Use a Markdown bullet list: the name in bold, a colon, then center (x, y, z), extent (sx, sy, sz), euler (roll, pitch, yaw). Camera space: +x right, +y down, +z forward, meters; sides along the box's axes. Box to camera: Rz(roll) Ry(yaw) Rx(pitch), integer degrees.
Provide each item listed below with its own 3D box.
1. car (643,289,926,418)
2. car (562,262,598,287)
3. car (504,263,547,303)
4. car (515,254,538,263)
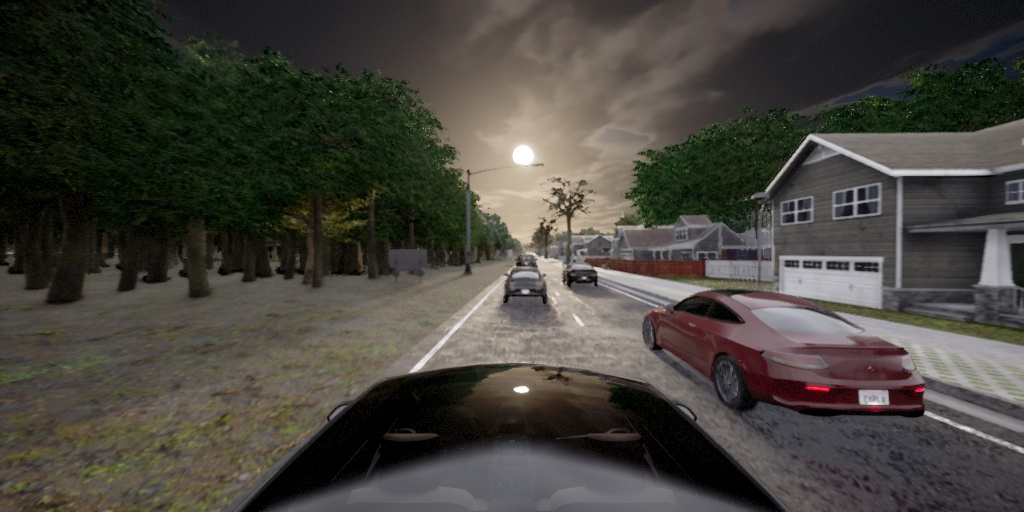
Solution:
- **car**: center (3.738, 1.270, 5.957), extent (1.812, 1.442, 4.674), euler (0, 0, 1)
- **car**: center (4.430, 1.161, 23.940), extent (1.882, 1.535, 5.008), euler (0, 0, 2)
- **car**: center (0.609, 1.222, 16.382), extent (1.812, 1.442, 4.674), euler (0, 0, 2)
- **car**: center (1.494, 0.846, 37.486), extent (2.150, 2.045, 5.566), euler (0, 0, 2)
